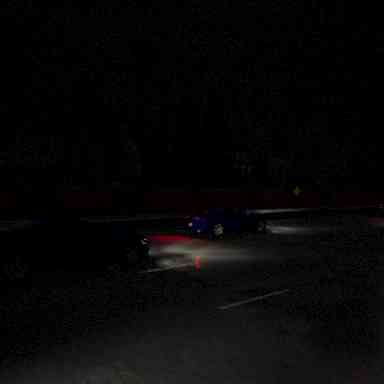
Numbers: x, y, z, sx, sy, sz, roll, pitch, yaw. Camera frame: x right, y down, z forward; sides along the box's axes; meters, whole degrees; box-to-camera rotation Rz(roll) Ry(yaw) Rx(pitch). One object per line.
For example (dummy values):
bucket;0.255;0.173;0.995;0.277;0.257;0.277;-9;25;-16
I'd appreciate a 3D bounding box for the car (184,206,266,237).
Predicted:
car;1.907;1.477;18.086;5.008;1.535;1.882;0;0;-36

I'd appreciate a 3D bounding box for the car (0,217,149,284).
car;-3.675;1.478;9.733;5.008;1.535;1.882;0;0;-36

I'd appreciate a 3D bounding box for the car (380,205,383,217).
car;18.939;1.525;30.437;4.674;1.442;1.812;0;0;-36
